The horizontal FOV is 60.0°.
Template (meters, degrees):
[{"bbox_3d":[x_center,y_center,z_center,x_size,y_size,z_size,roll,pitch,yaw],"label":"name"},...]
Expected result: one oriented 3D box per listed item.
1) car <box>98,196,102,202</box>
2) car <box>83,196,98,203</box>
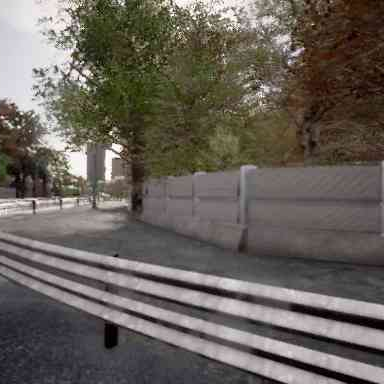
[{"bbox_3d":[-23.912,1.715,83.748,2.097,1.767,4.553,1,-1,-7],"label":"car"},{"bbox_3d":[-22.783,1.732,73.908,1.895,1.301,4.718,1,-1,-7],"label":"car"}]
